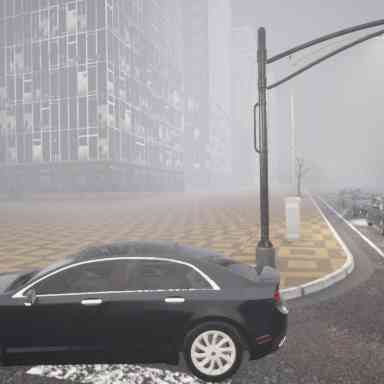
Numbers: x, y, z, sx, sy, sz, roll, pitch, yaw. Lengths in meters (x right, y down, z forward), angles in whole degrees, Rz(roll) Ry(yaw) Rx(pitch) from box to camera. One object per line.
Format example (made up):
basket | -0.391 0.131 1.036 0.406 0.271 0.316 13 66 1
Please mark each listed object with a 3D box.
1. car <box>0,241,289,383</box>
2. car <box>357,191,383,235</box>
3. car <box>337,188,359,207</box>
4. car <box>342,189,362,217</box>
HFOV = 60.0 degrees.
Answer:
car | -1.142 1.505 4.792 4.892 1.490 1.837 0 0 0
car | 8.902 0.928 14.476 2.128 1.511 4.902 -1 2 18
car | 12.886 0.454 26.854 2.128 1.511 4.902 -1 2 18
car | 10.921 0.759 20.780 1.994 1.385 4.181 -1 2 17
